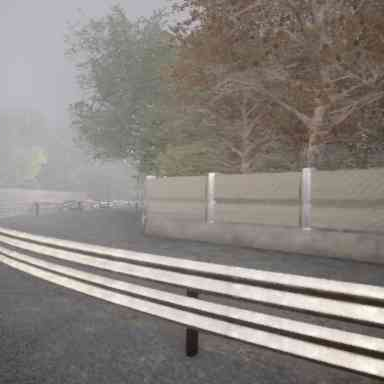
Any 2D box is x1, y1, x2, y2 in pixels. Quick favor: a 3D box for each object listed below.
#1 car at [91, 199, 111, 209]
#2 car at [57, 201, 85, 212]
[{"bbox_3d":[-15.494,1.914,56.873,2.097,1.767,4.553,0,-1,8],"label":"car"},{"bbox_3d":[-16.958,1.970,46.607,2.033,1.411,5.357,0,-1,8],"label":"car"}]
